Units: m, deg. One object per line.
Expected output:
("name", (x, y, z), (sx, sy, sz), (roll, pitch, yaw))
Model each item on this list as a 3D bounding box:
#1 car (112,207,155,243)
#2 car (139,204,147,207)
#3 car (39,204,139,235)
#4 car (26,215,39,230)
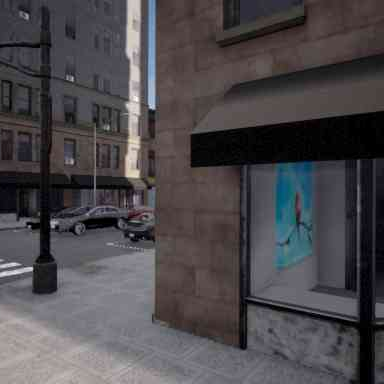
("car", (-1.266, 1.573, 15.691), (2.008, 1.369, 4.403), (0, 0, 35))
("car", (-4.520, 1.583, 24.970), (1.802, 1.307, 4.206), (0, 0, 35))
("car", (-5.680, 1.497, 18.953), (2.128, 1.511, 4.902), (0, 0, 35))
("car", (-7.809, 1.563, 20.337), (1.947, 1.339, 4.313), (0, 0, 35))
